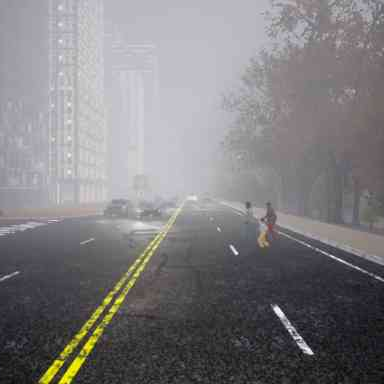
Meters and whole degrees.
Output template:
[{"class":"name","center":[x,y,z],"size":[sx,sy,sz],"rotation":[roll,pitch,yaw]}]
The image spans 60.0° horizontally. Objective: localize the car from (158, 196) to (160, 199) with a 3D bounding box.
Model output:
[{"class":"car","center":[-6.541,1.511,65.196],"size":[1.837,1.490,4.892],"rotation":[0,0,1]}]

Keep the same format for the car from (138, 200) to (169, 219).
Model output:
[{"class":"car","center":[-3.356,1.617,29.279],"size":[1.895,1.301,4.718],"rotation":[0,0,0]}]

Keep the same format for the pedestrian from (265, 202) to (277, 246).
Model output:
[{"class":"pedestrian","center":[3.157,1.292,13.637],"size":[0.375,1.860,0.375],"rotation":[0,0,0]}]

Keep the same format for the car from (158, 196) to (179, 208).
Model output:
[{"class":"car","center":[-3.352,1.604,47.816],"size":[1.895,1.301,4.718],"rotation":[0,0,0]}]

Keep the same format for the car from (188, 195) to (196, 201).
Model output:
[{"class":"car","center":[-0.005,1.433,80.124],"size":[2.033,1.411,5.357],"rotation":[0,0,0]}]

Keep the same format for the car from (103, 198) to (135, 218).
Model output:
[{"class":"car","center":[-6.608,1.371,30.326],"size":[2.097,1.767,4.553],"rotation":[0,0,0]}]

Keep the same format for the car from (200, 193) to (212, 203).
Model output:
[{"class":"car","center":[3.244,1.526,69.730],"size":[2.128,1.511,4.902],"rotation":[0,0,0]}]

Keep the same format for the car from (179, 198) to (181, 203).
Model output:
[{"class":"car","center":[-3.293,1.511,65.196],"size":[1.837,1.490,4.892],"rotation":[0,0,1]}]

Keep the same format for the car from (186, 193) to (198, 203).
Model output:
[{"class":"car","center":[-0.004,1.226,69.760],"size":[2.150,2.045,5.566],"rotation":[0,0,0]}]

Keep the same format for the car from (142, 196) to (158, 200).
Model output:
[{"class":"car","center":[-6.602,1.604,48.620],"size":[1.895,1.301,4.718],"rotation":[0,0,0]}]

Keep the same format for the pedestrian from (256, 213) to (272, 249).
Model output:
[{"class":"pedestrian","center":[2.819,1.572,13.040],"size":[0.375,1.300,0.375],"rotation":[0,0,0]}]

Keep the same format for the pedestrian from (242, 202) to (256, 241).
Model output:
[{"class":"pedestrian","center":[2.491,1.292,14.237],"size":[0.375,1.860,0.375],"rotation":[0,0,0]}]
